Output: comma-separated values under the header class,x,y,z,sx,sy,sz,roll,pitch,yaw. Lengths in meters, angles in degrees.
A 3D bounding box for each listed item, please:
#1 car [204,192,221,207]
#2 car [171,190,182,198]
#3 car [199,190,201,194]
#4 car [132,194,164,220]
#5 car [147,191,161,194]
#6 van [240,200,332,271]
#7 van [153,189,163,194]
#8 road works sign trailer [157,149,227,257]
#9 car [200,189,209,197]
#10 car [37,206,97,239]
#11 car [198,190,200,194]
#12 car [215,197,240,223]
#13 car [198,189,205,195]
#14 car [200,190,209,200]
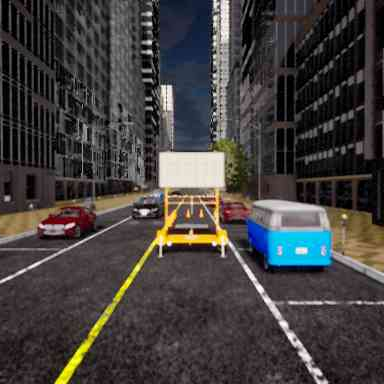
class,x,y,z,sx,sy,sz,roll,pitch,yaw
car,2.682,0.981,38.474,1.802,1.307,4.206,0,1,0
car,-3.033,0.458,65.254,1.837,1.490,4.892,0,1,1
car,2.679,0.673,55.549,2.008,1.369,4.403,0,1,0
car,-3.104,1.114,24.079,2.128,1.511,4.902,0,1,0
car,-5.700,0.859,44.167,2.008,1.369,4.403,0,1,0
van,2.688,1.183,10.012,1.690,1.788,3.998,0,1,0
van,-5.701,0.463,55.547,1.690,1.788,3.998,0,1,0
road works sign trailer,-0.003,0.275,12.016,2.380,3.560,2.880,0,1,0
car,2.676,0.271,72.621,1.967,1.590,4.097,0,1,0
car,-5.694,1.335,15.708,1.802,1.307,4.206,0,1,0
car,2.677,0.368,66.930,1.967,1.590,4.097,0,1,0
car,2.686,1.247,21.398,1.802,1.307,4.206,0,1,0
car,2.672,-0.021,95.390,1.887,1.381,4.507,0,1,0
car,2.680,0.767,49.857,2.008,1.369,4.403,0,1,0
